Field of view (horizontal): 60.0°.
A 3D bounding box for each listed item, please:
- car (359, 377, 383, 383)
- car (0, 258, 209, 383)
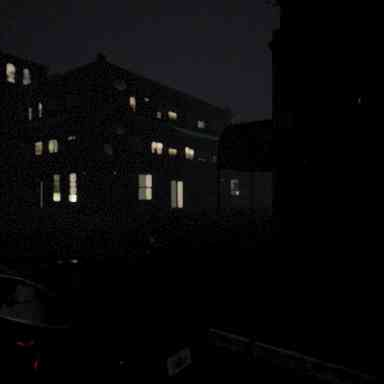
[{"bbox_3d":[2.709,1.567,0.958,4.507,1.381,1.887,1,0,35],"label":"car"},{"bbox_3d":[-1.807,1.518,4.176,4.313,1.339,1.947,1,0,35],"label":"car"}]
